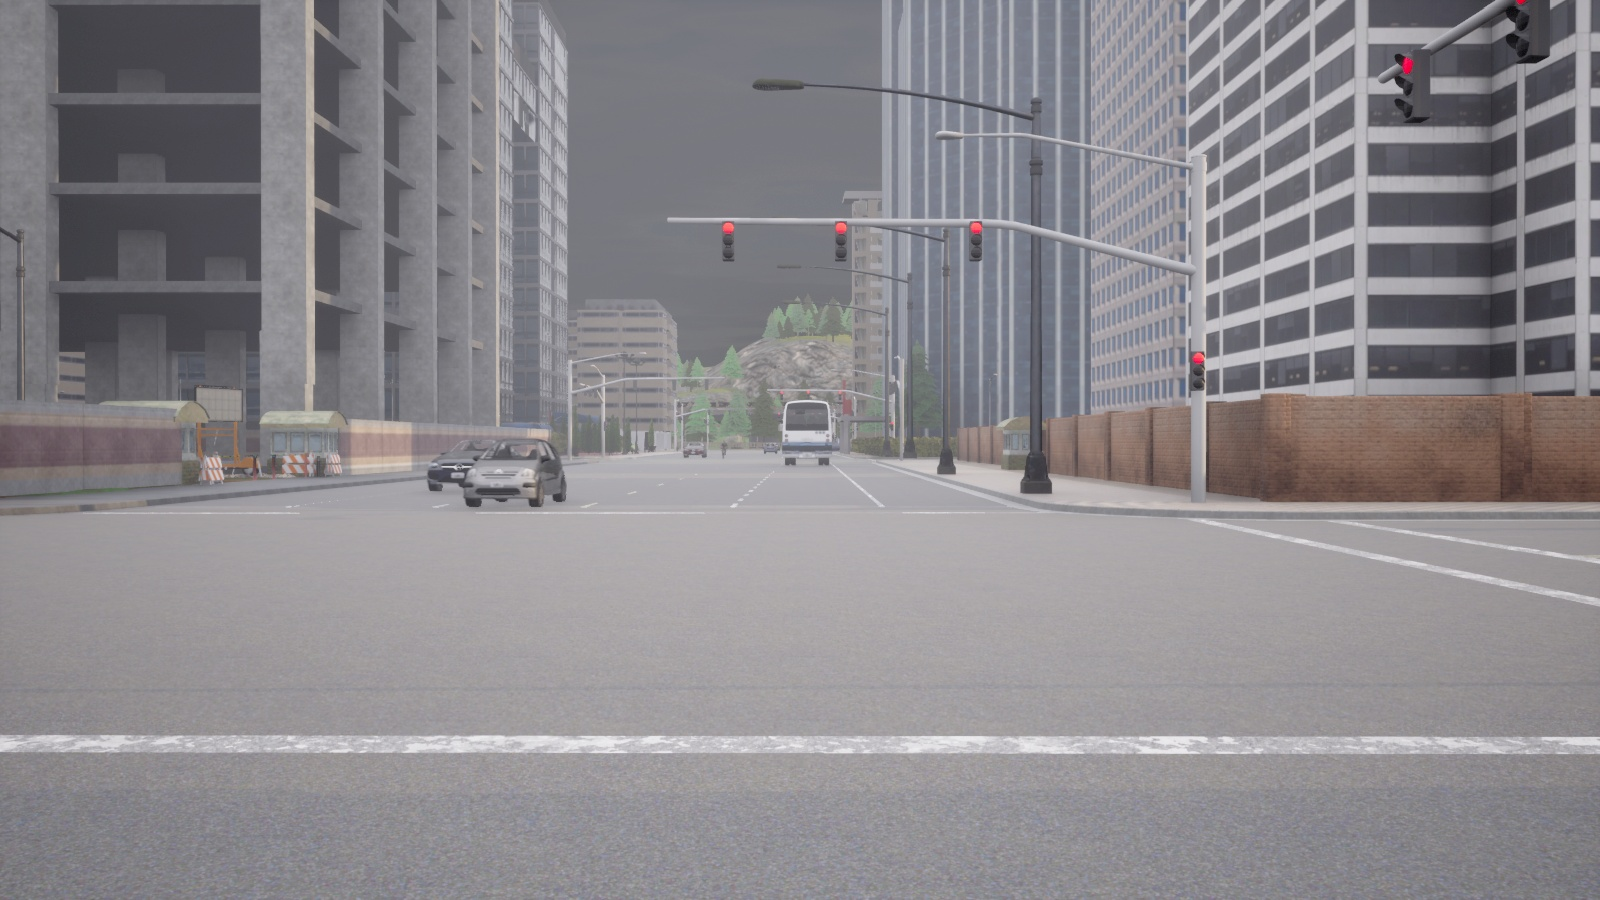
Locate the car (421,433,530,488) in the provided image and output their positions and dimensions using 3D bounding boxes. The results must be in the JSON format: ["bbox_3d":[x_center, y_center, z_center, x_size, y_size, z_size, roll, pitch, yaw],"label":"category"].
[{"bbox_3d":[-10.265,0.290,40.160,2.152,1.651,5.027,0,0,0],"label":"car"}]

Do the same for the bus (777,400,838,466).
[{"bbox_3d":[0.487,-1.117,86.420,3.944,4.253,10.273,0,0,0],"label":"bus"}]

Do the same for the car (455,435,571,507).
[{"bbox_3d":[-6.819,0.469,30.233,1.851,1.617,3.988,0,0,0],"label":"car"}]
